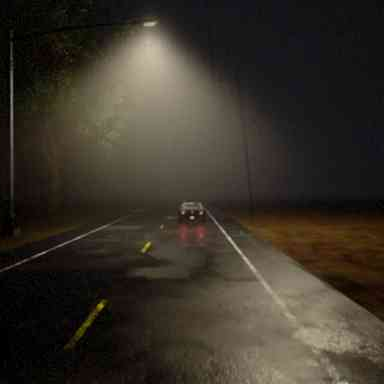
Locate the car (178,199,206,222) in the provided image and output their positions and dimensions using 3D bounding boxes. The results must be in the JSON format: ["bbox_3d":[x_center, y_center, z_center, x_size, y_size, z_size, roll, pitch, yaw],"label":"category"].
[{"bbox_3d":[-0.011,1.424,24.667,1.895,1.301,4.718,0,0,0],"label":"car"}]

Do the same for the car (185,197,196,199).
[{"bbox_3d":[-0.202,1.280,40.839,1.994,1.385,4.181,0,0,-1],"label":"car"}]
